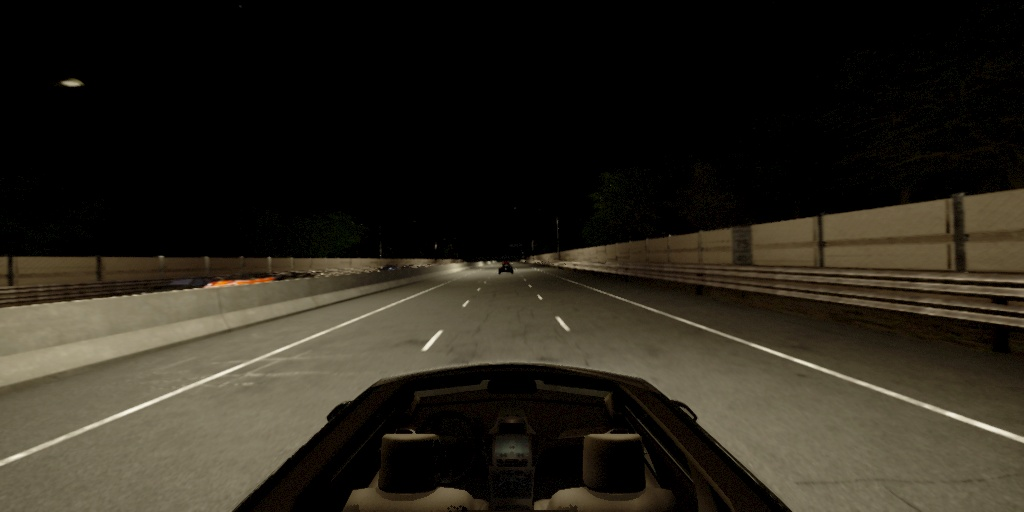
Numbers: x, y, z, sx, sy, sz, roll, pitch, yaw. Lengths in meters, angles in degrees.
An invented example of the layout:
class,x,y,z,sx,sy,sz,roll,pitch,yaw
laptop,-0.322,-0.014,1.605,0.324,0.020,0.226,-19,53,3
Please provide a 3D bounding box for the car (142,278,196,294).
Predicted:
class,x,y,z,sx,sy,sz,roll,pitch,yaw
car,-21.551,2.168,24.159,2.033,1.411,5.357,-2,0,-1

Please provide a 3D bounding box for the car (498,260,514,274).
class,x,y,z,sx,sy,sz,roll,pitch,yaw
car,-0.812,1.681,48.361,1.994,1.385,4.181,-2,-1,0

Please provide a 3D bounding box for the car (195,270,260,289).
class,x,y,z,sx,sy,sz,roll,pitch,yaw
car,-18.061,1.854,24.087,2.097,1.767,4.553,-2,0,-1

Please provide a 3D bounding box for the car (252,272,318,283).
class,x,y,z,sx,sy,sz,roll,pitch,yaw
car,-14.558,1.890,24.018,1.837,1.490,4.892,-2,-1,-1
